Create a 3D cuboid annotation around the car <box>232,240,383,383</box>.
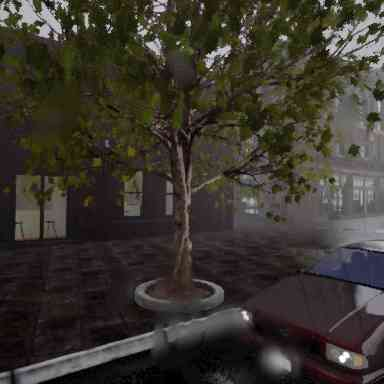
[{"bbox_3d":[3.162,1.549,5.367,5.357,1.411,2.033,0,0,-36],"label":"car"}]
